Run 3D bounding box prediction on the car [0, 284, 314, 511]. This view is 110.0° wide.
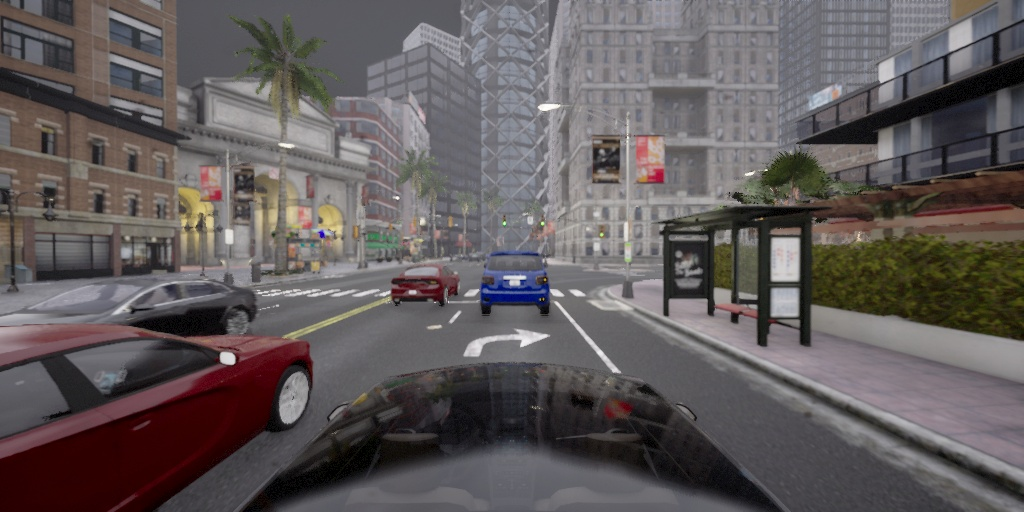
[{"bbox_3d":[-3.396,1.218,2.461,1.882,1.535,5.008,0,1,0],"label":"car"}]

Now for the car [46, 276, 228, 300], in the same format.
[{"bbox_3d":[-7.099,1.177,6.718,2.128,1.511,4.902,0,1,0],"label":"car"}]

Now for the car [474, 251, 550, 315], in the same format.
[{"bbox_3d":[0.142,0.827,12.890,2.150,2.045,5.566,0,1,1],"label":"car"}]

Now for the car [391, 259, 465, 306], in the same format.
[{"bbox_3d":[-3.371,1.059,14.806,1.882,1.535,5.008,0,1,1],"label":"car"}]
